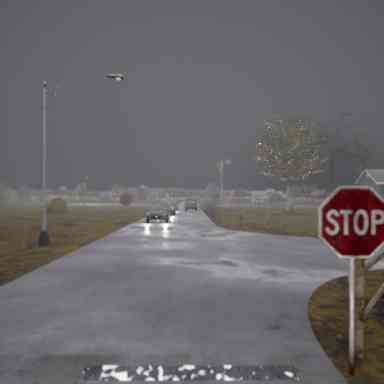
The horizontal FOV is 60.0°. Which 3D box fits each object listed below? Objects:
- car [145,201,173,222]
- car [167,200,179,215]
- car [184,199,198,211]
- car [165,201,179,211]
[{"bbox_3d":[-2.941,1.814,29.368,1.837,1.490,4.892,0,-1,-1],"label":"car"},{"bbox_3d":[-3.022,1.817,39.440,2.097,1.767,4.553,0,-1,0],"label":"car"},{"bbox_3d":[-0.126,2.153,50.564,1.837,1.490,4.892,0,-1,0],"label":"car"},{"bbox_3d":[-3.065,2.173,51.711,1.837,1.490,4.892,0,-1,0],"label":"car"}]
